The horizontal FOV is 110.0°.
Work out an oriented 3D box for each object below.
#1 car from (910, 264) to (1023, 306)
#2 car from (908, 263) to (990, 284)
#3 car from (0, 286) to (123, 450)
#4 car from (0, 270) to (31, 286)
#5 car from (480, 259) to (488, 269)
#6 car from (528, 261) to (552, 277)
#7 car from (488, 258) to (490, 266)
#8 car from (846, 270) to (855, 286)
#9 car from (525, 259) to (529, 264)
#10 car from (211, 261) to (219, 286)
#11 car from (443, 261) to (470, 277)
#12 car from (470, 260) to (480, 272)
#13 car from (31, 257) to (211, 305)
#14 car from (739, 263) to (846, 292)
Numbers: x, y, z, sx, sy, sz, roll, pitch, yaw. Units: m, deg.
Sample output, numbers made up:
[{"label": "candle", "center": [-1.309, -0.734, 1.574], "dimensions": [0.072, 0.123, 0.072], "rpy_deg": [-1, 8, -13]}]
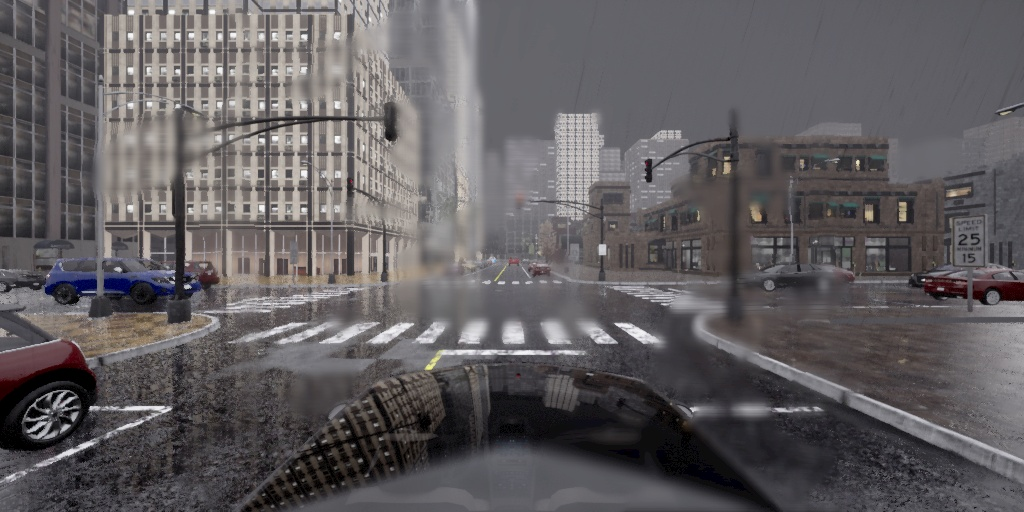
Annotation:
[{"label": "car", "center": [19.134, 1.153, 14.162], "dimensions": [4.507, 1.381, 1.888], "rpy_deg": [0, 0, -1]}, {"label": "car", "center": [24.943, 1.141, 20.021], "dimensions": [4.181, 1.385, 1.994], "rpy_deg": [0, 0, -1]}, {"label": "car", "center": [-5.691, 1.190, 2.259], "dimensions": [1.967, 1.591, 4.097], "rpy_deg": [0, 0, 0]}, {"label": "car", "center": [-31.432, 1.508, 22.036], "dimensions": [4.403, 1.370, 2.007], "rpy_deg": [0, 0, -1]}, {"label": "car", "center": [-5.415, 1.324, 56.889], "dimensions": [2.007, 1.370, 4.403], "rpy_deg": [0, 0, 0]}, {"label": "car", "center": [2.854, 1.304, 34.683], "dimensions": [1.888, 1.381, 4.507], "rpy_deg": [0, 0, 0]}, {"label": "car", "center": [-5.388, 1.344, 62.429], "dimensions": [1.948, 1.339, 4.313], "rpy_deg": [0, 0, 0]}, {"label": "car", "center": [19.050, 1.202, 22.543], "dimensions": [4.207, 1.307, 1.802], "rpy_deg": [0, 0, -1]}, {"label": "car", "center": [2.909, 1.348, 45.765], "dimensions": [1.802, 1.307, 4.207], "rpy_deg": [0, 0, 0]}, {"label": "car", "center": [-21.022, 1.204, 22.140], "dimensions": [5.009, 1.841, 2.192], "rpy_deg": [0, 0, -1]}, {"label": "car", "center": [-5.527, 1.341, 34.726], "dimensions": [1.802, 1.307, 4.207], "rpy_deg": [0, 0, 0]}, {"label": "car", "center": [-5.472, 1.292, 45.637], "dimensions": [1.751, 1.417, 4.829], "rpy_deg": [0, 0, 0]}, {"label": "car", "center": [-17.609, 1.079, 16.387], "dimensions": [5.566, 2.045, 2.150], "rpy_deg": [0, 0, -1]}, {"label": "car", "center": [15.140, 1.147, 19.915], "dimensions": [4.892, 1.490, 1.837], "rpy_deg": [0, 0, -1]}]
